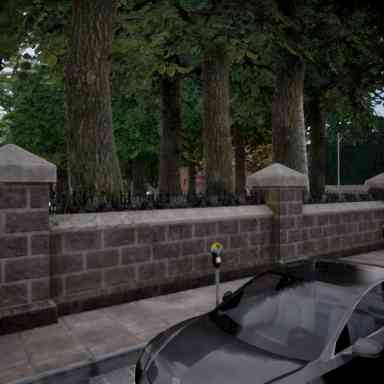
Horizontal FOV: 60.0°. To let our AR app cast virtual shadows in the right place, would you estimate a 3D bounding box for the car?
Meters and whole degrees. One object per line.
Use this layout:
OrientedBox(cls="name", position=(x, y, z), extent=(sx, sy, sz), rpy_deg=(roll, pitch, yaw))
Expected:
OrientedBox(cls="car", position=(1.470, 1.565, 3.872), extent=(4.313, 1.339, 1.947), rpy_deg=(0, -1, -36))
